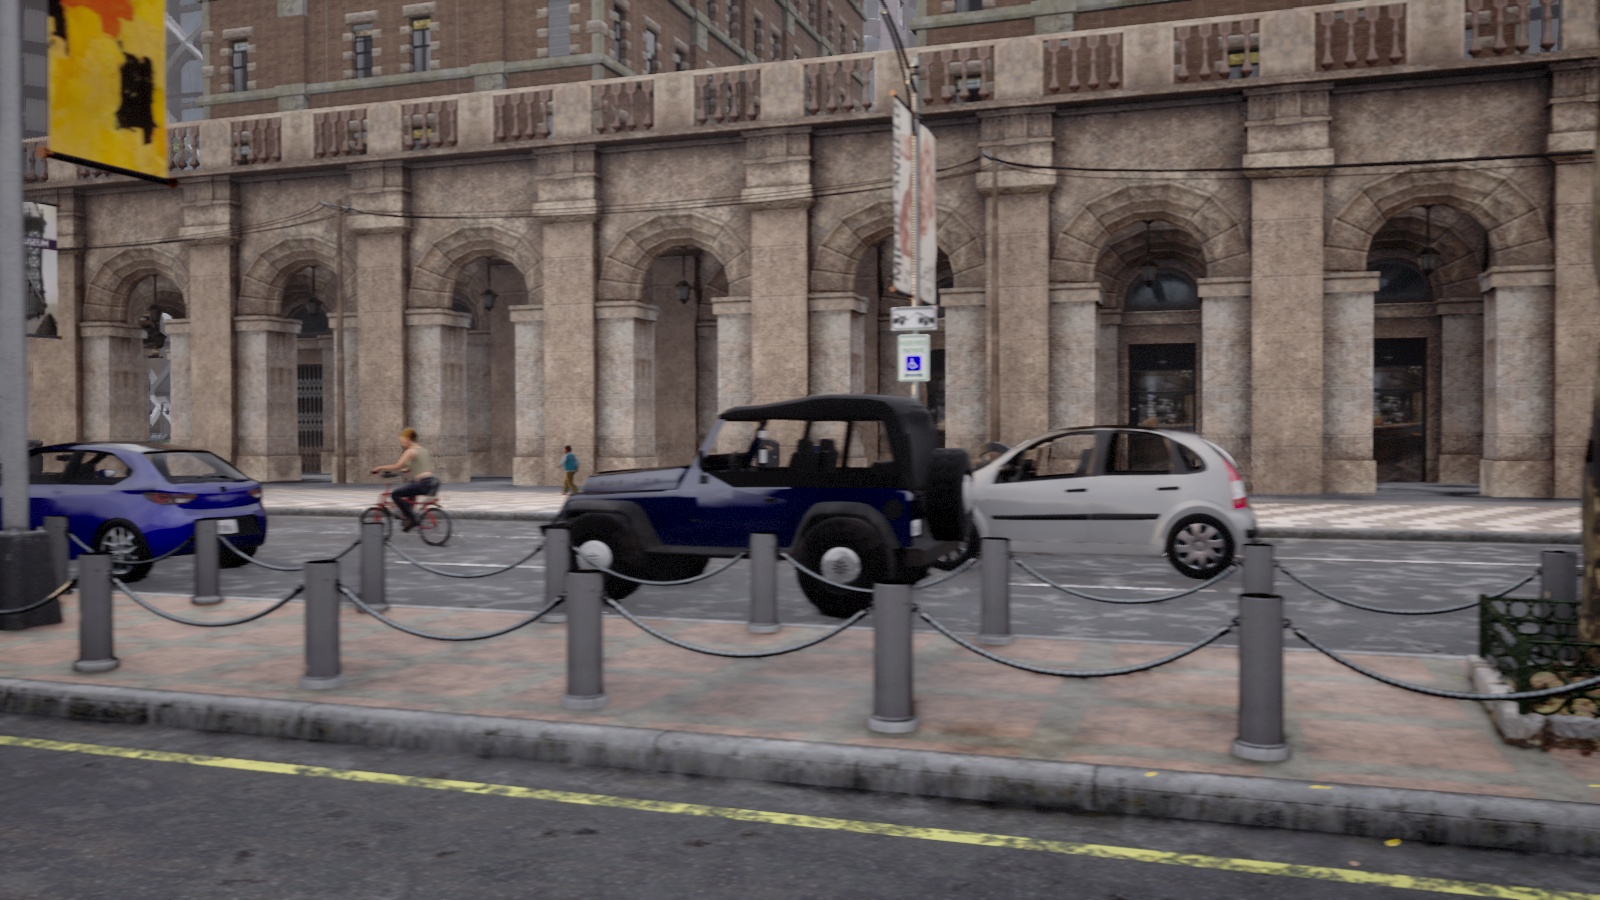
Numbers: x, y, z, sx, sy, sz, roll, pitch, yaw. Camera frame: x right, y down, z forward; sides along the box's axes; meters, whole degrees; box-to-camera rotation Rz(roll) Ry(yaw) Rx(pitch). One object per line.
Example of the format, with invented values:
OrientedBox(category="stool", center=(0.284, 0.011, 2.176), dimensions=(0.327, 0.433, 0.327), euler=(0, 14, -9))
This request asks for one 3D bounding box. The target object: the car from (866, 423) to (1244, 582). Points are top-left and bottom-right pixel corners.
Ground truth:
OrientedBox(category="car", center=(2.933, 0.506, 14.337), dimensions=(3.988, 1.617, 1.851), euler=(1, 1, 19))

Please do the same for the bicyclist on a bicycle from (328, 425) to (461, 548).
OrientedBox(category="bicyclist on a bicycle", center=(-5.545, 0.467, 17.184), dimensions=(1.509, 1.612, 0.866), euler=(1, 1, 19))

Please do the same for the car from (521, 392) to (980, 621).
OrientedBox(category="car", center=(-0.411, 0.432, 11.769), dimensions=(3.866, 1.878, 1.905), euler=(1, 1, 18))

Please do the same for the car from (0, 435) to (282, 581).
OrientedBox(category="car", center=(-8.307, 0.578, 14.427), dimensions=(4.193, 1.474, 1.816), euler=(1, 1, 19))

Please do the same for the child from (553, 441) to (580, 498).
OrientedBox(category="child", center=(-5.009, 0.414, 26.902), dimensions=(0.448, 1.192, 0.343), euler=(1, 1, 24))
